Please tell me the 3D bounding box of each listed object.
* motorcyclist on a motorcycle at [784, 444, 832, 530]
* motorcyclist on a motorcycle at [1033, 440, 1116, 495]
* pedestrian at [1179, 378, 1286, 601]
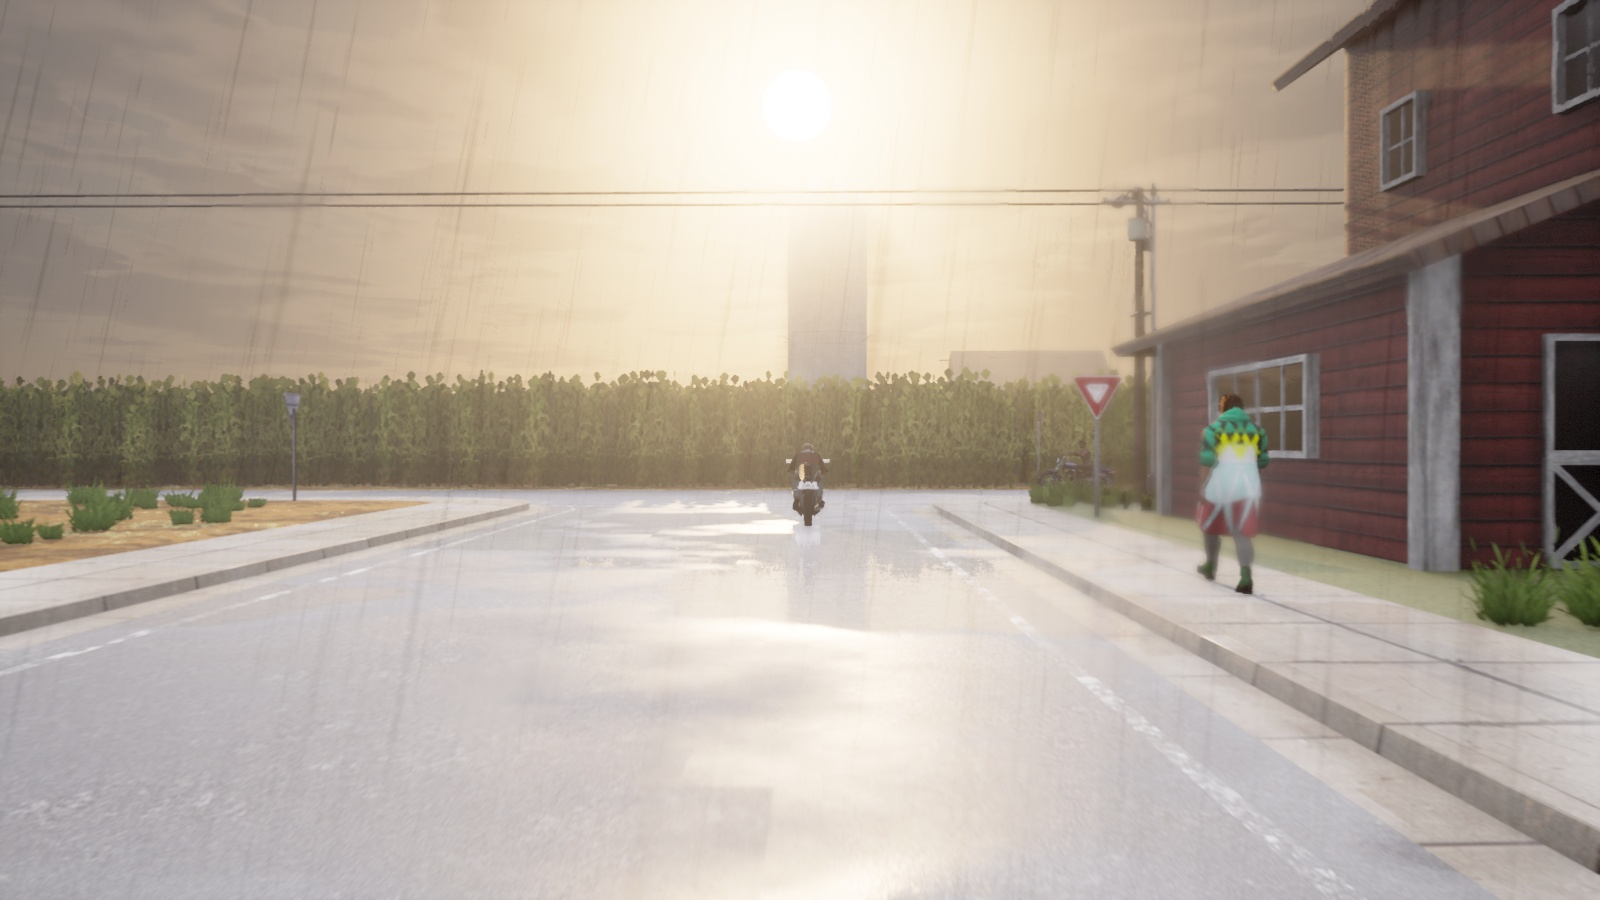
[{"bbox_3d":[0.148,0.649,23.492,0.866,1.530,2.191,0,0,0],"label":"motorcyclist on a motorcycle"},{"bbox_3d":[8.289,0.516,37.954,2.350,1.649,0.766,0,0,1],"label":"motorcyclist on a motorcycle"},{"bbox_3d":[3.923,0.347,11.437,0.659,1.952,0.873,0,0,-1],"label":"pedestrian"}]
